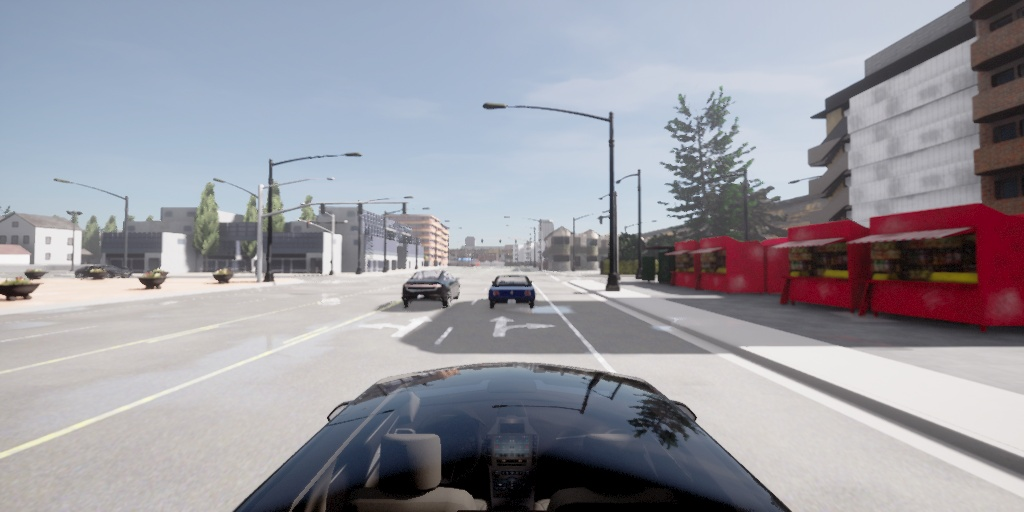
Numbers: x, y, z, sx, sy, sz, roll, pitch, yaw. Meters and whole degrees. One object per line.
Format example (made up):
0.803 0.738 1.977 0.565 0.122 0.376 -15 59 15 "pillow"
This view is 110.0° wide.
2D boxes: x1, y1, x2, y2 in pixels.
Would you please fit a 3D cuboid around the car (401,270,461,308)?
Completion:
-3.500 1.379 16.151 2.128 1.511 4.902 0 -1 0 "car"

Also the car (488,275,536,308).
-0.002 1.485 15.960 1.895 1.301 4.718 0 -1 0 "car"

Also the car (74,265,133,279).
-43.107 1.713 37.896 4.892 1.490 1.837 0 -1 1 "car"
